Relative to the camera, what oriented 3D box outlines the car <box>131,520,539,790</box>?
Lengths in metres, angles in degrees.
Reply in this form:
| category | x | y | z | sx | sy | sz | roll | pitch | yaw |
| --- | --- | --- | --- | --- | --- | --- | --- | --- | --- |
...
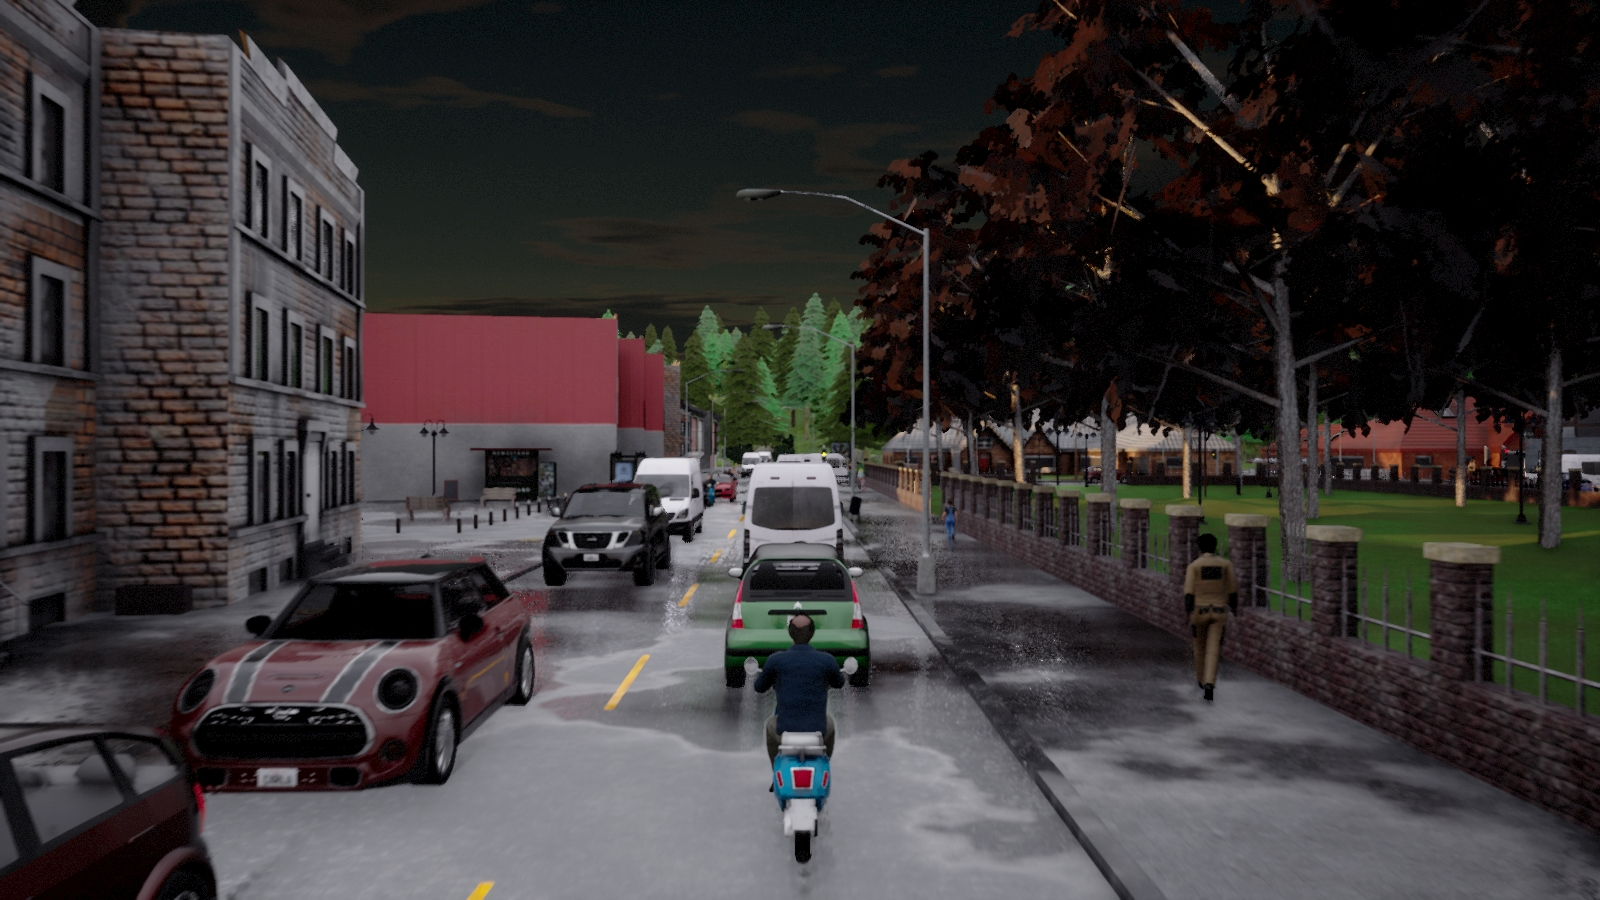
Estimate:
| category | x | y | z | sx | sy | sz | roll | pitch | yaw |
| --- | --- | --- | --- | --- | --- | --- | --- | --- | --- |
| car | -4.048 | 1.689 | 10.945 | 2.097 | 1.767 | 4.553 | 0 | 0 | -1 |

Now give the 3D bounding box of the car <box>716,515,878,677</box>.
| category | x | y | z | sx | sy | sz | roll | pitch | yaw |
| --- | --- | --- | --- | --- | --- | --- | --- | --- | --- |
| car | -0.053 | 1.785 | 15.056 | 1.851 | 1.617 | 3.988 | 0 | 0 | -1 |

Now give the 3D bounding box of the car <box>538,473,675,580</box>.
| category | x | y | z | sx | sy | sz | roll | pitch | yaw |
| --- | --- | --- | --- | --- | --- | --- | --- | --- | --- |
| car | -4.132 | 1.570 | 25.393 | 2.150 | 2.045 | 5.566 | 0 | 0 | -1 |

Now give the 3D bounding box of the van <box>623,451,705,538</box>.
| category | x | y | z | sx | sy | sz | roll | pitch | yaw |
| --- | --- | --- | --- | --- | --- | --- | --- | --- | --- |
| van | -4.283 | 1.327 | 36.860 | 1.988 | 2.561 | 5.915 | 0 | 0 | -1 |

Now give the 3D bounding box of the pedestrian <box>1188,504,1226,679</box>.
| category | x | y | z | sx | sy | sz | roll | pitch | yaw |
| --- | --- | --- | --- | --- | --- | --- | --- | --- | --- |
| pedestrian | 4.447 | 1.530 | 12.494 | 0.375 | 1.860 | 0.375 | 0 | 0 | 17 |

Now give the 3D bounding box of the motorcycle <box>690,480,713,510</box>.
| category | x | y | z | sx | sy | sz | roll | pitch | yaw |
| --- | --- | --- | --- | --- | --- | --- | --- | --- | --- |
| motorcycle | -4.403 | 2.002 | 51.124 | 0.867 | 1.251 | 2.209 | 0 | 0 | -1 |

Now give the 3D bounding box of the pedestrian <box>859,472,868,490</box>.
| category | x | y | z | sx | sy | sz | roll | pitch | yaw |
| --- | --- | --- | --- | --- | --- | --- | --- | --- | --- |
| pedestrian | 3.945 | 1.928 | 71.047 | 0.500 | 1.100 | 0.500 | 0 | 0 | -6 |

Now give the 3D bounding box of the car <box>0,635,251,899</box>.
| category | x | y | z | sx | sy | sz | roll | pitch | yaw |
| --- | --- | --- | --- | --- | --- | --- | --- | --- | --- |
| car | -3.952 | 1.808 | 4.542 | 1.789 | 1.549 | 3.705 | 0 | 0 | -1 |

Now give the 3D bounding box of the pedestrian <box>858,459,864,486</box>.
| category | x | y | z | sx | sy | sz | roll | pitch | yaw |
| --- | --- | --- | --- | --- | --- | --- | --- | --- | --- |
| pedestrian | 4.168 | 1.549 | 78.379 | 0.375 | 1.860 | 0.375 | 0 | 0 | -1 |

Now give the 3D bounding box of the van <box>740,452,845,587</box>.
| category | x | y | z | sx | sy | sz | roll | pitch | yaw |
| --- | --- | --- | --- | --- | --- | --- | --- | --- | --- |
| van | -0.166 | 1.323 | 24.622 | 1.988 | 2.561 | 5.915 | 0 | 0 | -1 |

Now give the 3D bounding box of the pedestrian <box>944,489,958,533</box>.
| category | x | y | z | sx | sy | sz | roll | pitch | yaw |
| --- | --- | --- | --- | --- | --- | --- | --- | --- | --- |
| pedestrian | 4.546 | 1.817 | 34.342 | 0.375 | 1.300 | 0.375 | 0 | 0 | 0 |

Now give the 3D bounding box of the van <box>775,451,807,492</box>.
| category | x | y | z | sx | sy | sz | roll | pitch | yaw |
| --- | --- | --- | --- | --- | --- | --- | --- | --- | --- |
| van | -0.607 | 1.339 | 73.796 | 1.988 | 2.561 | 5.915 | 0 | 0 | 0 |

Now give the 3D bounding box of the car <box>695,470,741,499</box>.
| category | x | y | z | sx | sy | sz | roll | pitch | yaw |
| --- | --- | --- | --- | --- | --- | --- | --- | --- | --- |
| car | -4.511 | 1.863 | 63.368 | 2.231 | 1.480 | 4.892 | 0 | 0 | -1 |
